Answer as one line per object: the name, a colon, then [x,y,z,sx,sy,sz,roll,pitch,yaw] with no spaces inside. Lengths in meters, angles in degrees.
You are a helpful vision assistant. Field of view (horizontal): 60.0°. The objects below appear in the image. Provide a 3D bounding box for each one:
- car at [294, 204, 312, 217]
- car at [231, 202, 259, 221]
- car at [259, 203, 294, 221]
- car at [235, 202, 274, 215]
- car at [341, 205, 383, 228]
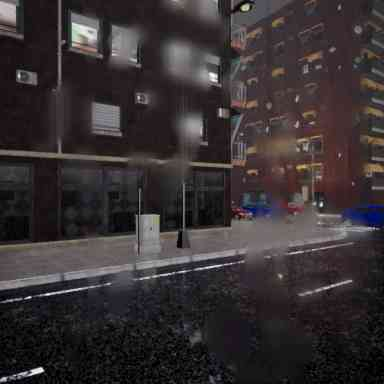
car: [10.440,1.827,35.074,1.887,1.381,4.507,-1,0,-36]
car: [3.673,1.861,30.188,1.802,1.307,4.206,-1,0,-36]
car: [6.466,1.741,30.707,1.882,1.535,5.008,0,-1,-36]
car: [7.325,1.918,39.388,1.947,1.339,4.313,-1,0,-36]
car: [11.747,1.597,21.099,1.882,1.535,5.008,0,-1,-15]
